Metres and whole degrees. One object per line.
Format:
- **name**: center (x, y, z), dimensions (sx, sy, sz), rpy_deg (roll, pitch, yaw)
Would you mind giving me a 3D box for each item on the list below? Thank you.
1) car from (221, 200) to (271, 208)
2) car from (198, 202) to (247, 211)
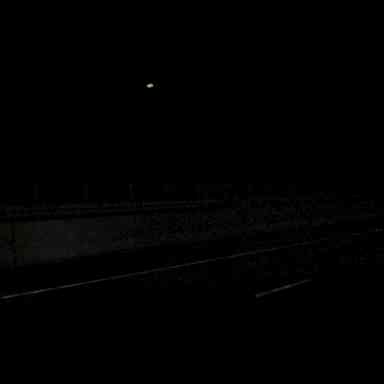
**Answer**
- **car**: center (5.243, 1.458, 29.985), dimensions (4.674, 1.442, 1.812), rpy_deg (-1, 0, -37)
- **car**: center (1.211, 1.599, 22.526), dimensions (4.718, 1.301, 1.895), rpy_deg (-1, 0, -37)
